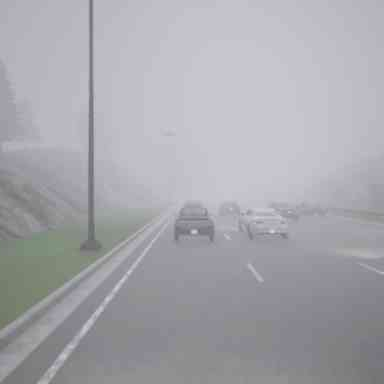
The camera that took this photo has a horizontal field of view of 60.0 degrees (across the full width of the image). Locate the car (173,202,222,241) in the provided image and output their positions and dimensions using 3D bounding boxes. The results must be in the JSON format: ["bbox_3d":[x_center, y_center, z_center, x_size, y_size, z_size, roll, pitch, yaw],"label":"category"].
[{"bbox_3d":[0.099,1.477,16.593,2.128,1.511,4.902,0,0,0],"label":"car"}]

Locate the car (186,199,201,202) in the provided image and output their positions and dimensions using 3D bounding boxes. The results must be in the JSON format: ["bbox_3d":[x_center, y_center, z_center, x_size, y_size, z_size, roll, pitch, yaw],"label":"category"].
[{"bbox_3d":[0.137,1.448,33.725,1.882,1.535,5.008,0,0,0],"label":"car"}]

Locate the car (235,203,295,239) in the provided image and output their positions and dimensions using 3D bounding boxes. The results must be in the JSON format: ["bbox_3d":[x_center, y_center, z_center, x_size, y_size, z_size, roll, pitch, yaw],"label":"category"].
[{"bbox_3d":[3.585,1.511,17.205,1.812,1.442,4.674,0,0,0],"label":"car"}]

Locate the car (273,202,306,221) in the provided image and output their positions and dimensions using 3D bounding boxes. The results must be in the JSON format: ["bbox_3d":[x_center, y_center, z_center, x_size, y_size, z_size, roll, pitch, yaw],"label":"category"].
[{"bbox_3d":[7.104,1.524,26.819,2.033,1.411,5.357,0,0,0],"label":"car"}]

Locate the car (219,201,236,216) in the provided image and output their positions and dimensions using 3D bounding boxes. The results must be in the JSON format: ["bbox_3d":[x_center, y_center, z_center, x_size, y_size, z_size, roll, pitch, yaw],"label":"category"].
[{"bbox_3d":[3.631,1.535,32.668,1.994,1.385,4.181,0,0,0],"label":"car"}]

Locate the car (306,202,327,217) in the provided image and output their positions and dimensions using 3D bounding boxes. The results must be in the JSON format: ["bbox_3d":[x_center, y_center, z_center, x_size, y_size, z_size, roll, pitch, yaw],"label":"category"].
[{"bbox_3d":[10.618,1.574,30.577,1.895,1.301,4.718,0,0,0],"label":"car"}]
